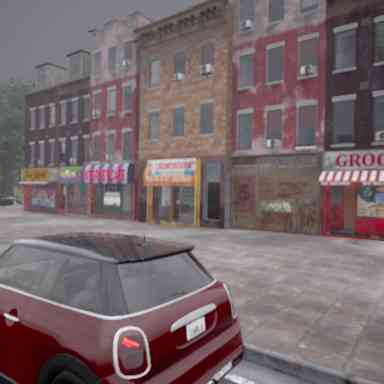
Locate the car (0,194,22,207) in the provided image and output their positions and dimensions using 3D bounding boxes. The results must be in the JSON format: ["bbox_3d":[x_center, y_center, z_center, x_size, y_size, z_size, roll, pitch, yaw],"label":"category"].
[{"bbox_3d":[-20.800,0.922,35.513,1.837,1.490,4.892,2,2,38],"label":"car"}]

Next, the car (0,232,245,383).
[{"bbox_3d":[-1.675,1.331,4.492,4.553,1.767,2.097,0,0,36],"label":"car"}]
